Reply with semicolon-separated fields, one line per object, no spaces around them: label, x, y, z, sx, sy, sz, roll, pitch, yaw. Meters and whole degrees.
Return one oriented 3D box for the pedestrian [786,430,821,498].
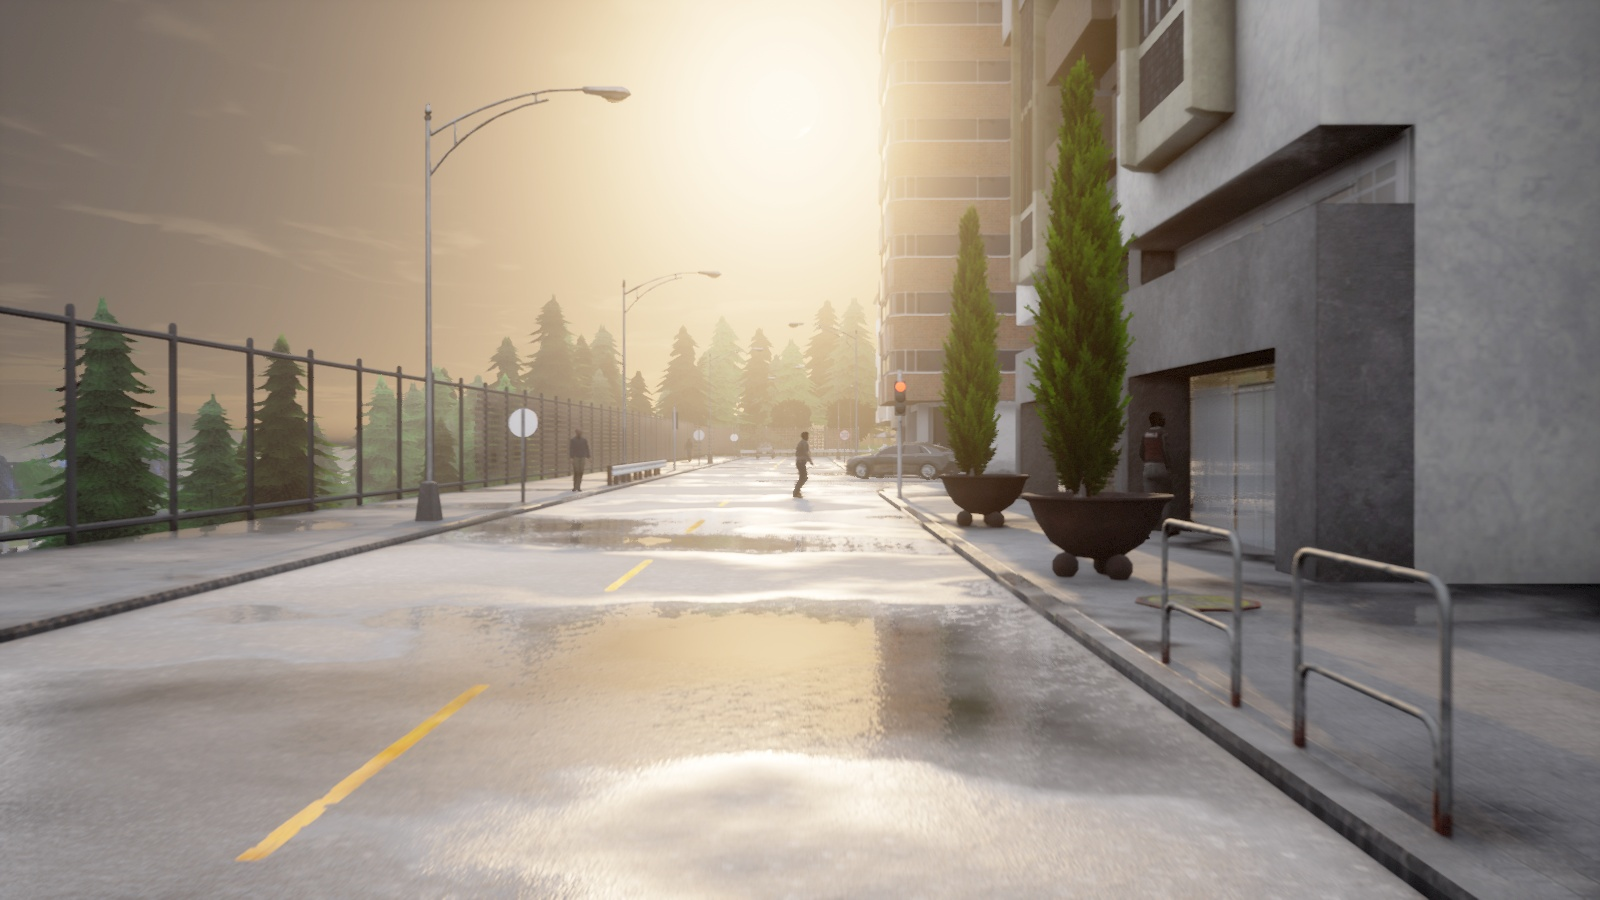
pedestrian;0.082;0.362;33.411;0.869;1.805;0.328;0;0;-21

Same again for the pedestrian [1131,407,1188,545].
pedestrian;5.119;0.359;17.898;0.666;1.930;0.402;0;0;-22

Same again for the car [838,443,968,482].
car;4.169;0.468;50.945;4.892;1.490;1.837;0;1;27

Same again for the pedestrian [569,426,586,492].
pedestrian;-6.292;0.251;35.528;0.402;1.842;0.726;0;0;-15
